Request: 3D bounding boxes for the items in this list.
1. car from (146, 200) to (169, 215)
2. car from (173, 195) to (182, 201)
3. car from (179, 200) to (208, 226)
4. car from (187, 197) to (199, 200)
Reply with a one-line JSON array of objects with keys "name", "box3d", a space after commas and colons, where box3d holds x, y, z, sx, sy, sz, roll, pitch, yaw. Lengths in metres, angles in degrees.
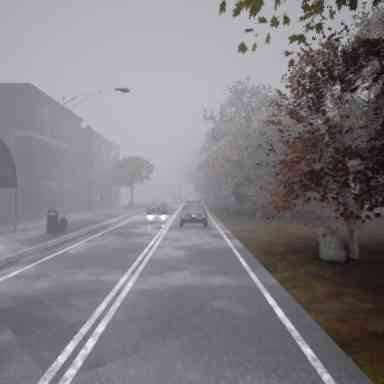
[{"name": "car", "box3d": [-3.342, 1.505, 32.803, 1.994, 1.385, 4.181, 0, 0, 0]}, {"name": "car", "box3d": [-3.195, 1.339, 73.988, 2.033, 1.411, 5.357, 0, 0, 0]}, {"name": "car", "box3d": [0.102, 1.508, 22.909, 2.033, 1.411, 5.357, 0, 0, 0]}, {"name": "car", "box3d": [0.102, 1.402, 41.557, 1.882, 1.535, 5.008, 0, 0, 0]}]
